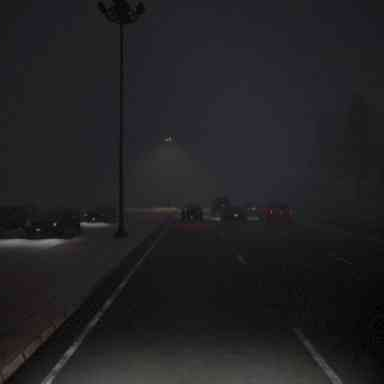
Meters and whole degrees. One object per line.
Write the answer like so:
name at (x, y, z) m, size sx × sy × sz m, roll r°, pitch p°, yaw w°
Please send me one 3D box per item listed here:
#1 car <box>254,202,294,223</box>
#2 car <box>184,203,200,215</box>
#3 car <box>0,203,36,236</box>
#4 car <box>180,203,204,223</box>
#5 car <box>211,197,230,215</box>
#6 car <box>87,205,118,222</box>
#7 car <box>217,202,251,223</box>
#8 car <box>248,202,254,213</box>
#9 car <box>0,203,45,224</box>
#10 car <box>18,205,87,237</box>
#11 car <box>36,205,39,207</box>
car at (6.999, 1.641, 28.209) m, size 2.097 × 1.767 × 4.553 m, roll 0°, pitch -1°, yaw 0°
car at (0.029, 2.022, 41.190) m, size 1.895 × 1.301 × 4.718 m, roll 0°, pitch -1°, yaw 0°
car at (-11.509, 1.551, 19.619) m, size 2.097 × 1.767 × 4.553 m, roll 0°, pitch 0°, yaw 0°
car at (0.009, 1.786, 28.718) m, size 2.128 × 1.511 × 4.902 m, roll 0°, pitch -1°, yaw 0°
car at (3.523, 1.638, 40.409) m, size 2.150 × 2.045 × 5.566 m, roll 0°, pitch 0°, yaw 1°
car at (-8.029, 1.853, 29.893) m, size 2.033 × 1.411 × 5.357 m, roll 0°, pitch -1°, yaw 1°
car at (3.502, 1.857, 28.544) m, size 1.994 × 1.385 × 4.181 m, roll 0°, pitch -1°, yaw 0°
car at (7.017, 1.955, 39.822) m, size 2.033 × 1.411 × 5.357 m, roll 0°, pitch -1°, yaw 0°
car at (-15.035, 1.803, 29.429) m, size 1.837 × 1.490 × 4.892 m, roll 0°, pitch 0°, yaw 1°
car at (-8.008, 1.728, 19.678) m, size 1.812 × 1.442 × 4.674 m, roll 0°, pitch -1°, yaw 0°
car at (-11.532, 1.852, 29.839) m, size 2.033 × 1.411 × 5.357 m, roll 0°, pitch -1°, yaw 0°
